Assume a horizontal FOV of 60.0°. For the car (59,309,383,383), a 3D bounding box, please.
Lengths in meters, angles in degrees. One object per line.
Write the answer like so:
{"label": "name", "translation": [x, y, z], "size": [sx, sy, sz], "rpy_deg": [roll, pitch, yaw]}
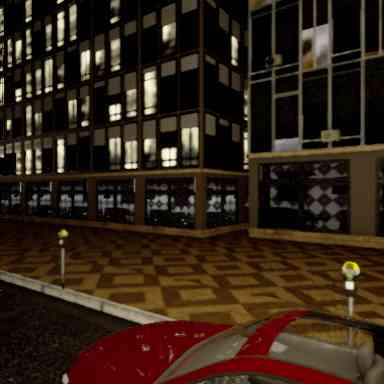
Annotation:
{"label": "car", "translation": [0.751, 1.582, 2.339], "size": [4.206, 1.307, 1.802], "rpy_deg": [0, 0, 36]}
